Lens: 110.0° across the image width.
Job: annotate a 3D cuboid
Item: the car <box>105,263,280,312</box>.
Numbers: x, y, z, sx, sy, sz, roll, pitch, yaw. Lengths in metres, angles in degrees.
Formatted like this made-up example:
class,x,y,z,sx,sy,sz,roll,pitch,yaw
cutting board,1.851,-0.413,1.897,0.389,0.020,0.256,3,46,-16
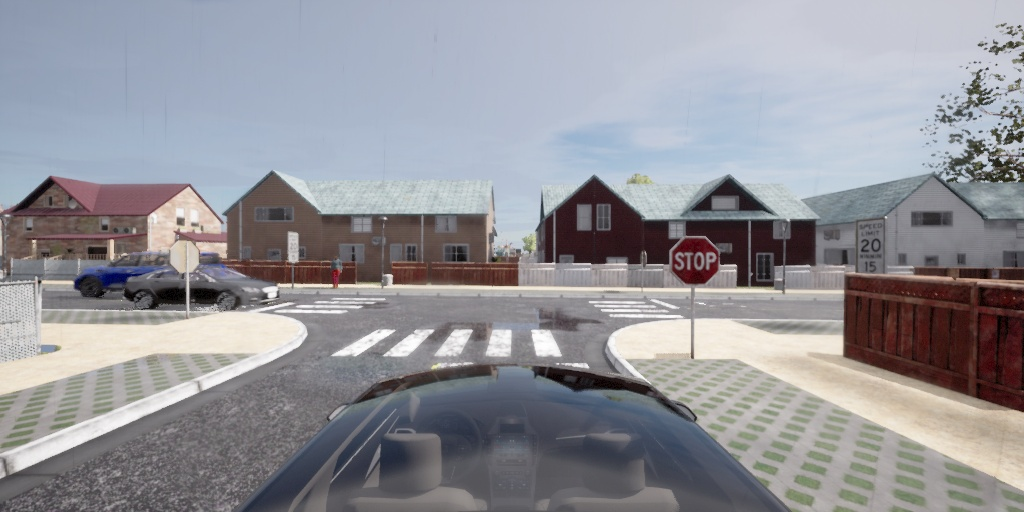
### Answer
class,x,y,z,sx,sy,sz,roll,pitch,yaw
car,-11.183,1.144,13.118,4.902,1.511,2.128,0,0,1

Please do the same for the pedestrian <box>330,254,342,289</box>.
class,x,y,z,sx,sy,sz,roll,pitch,yaw
pedestrian,-9.329,0.802,18.935,0.375,1.860,0.375,0,0,1

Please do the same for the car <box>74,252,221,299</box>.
class,x,y,z,sx,sy,sz,roll,pitch,yaw
car,-16.182,0.818,16.291,5.566,2.045,2.150,1,0,0
